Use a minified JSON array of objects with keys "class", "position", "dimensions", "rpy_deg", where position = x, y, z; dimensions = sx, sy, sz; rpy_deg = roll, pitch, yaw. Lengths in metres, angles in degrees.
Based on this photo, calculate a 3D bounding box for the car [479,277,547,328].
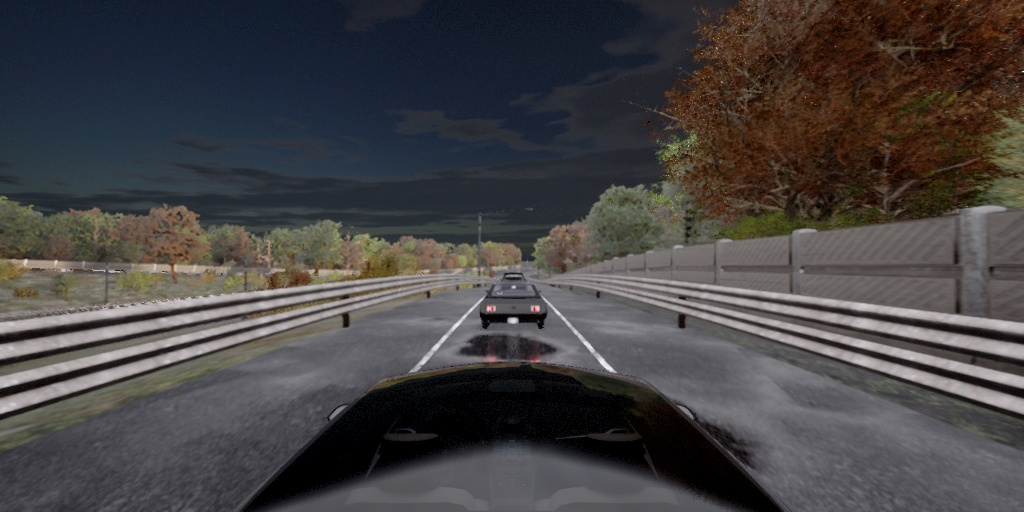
[{"class":"car","position":[0.042,1.520,11.974],"dimensions":[1.895,1.301,4.718],"rpy_deg":[0,-1,0]}]

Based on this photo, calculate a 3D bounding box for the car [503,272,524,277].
[{"class":"car","position":[0.122,1.925,25.231],"dimensions":[1.837,1.490,4.892],"rpy_deg":[0,-4,1]}]
